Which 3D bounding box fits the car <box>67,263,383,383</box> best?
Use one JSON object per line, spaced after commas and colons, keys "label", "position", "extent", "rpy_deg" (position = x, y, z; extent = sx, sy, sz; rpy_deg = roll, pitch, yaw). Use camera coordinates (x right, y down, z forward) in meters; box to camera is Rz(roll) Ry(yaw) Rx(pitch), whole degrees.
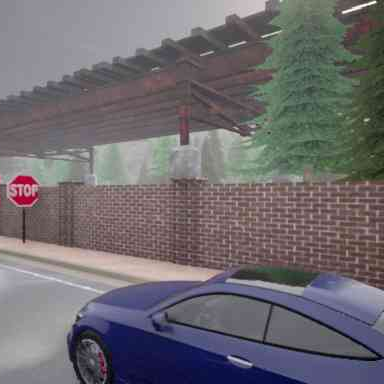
{"label": "car", "position": [0.662, 1.526, 3.518], "extent": [4.674, 1.442, 1.812], "rpy_deg": [0, 0, 35]}
